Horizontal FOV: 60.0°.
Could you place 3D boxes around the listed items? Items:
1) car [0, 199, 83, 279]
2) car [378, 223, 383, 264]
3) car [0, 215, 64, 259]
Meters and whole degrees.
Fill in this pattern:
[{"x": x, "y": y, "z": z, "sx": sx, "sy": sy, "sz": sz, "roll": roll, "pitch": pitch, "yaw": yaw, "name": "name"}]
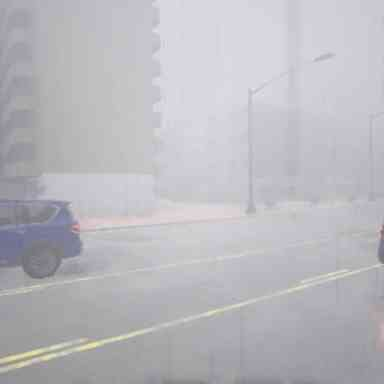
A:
[{"x": -5.693, "y": 1.220, "z": 8.530, "sx": 5.566, "sy": 2.045, "sz": 2.150, "roll": 0, "pitch": 0, "yaw": -36, "name": "car"}, {"x": 7.145, "y": 1.133, "z": 8.842, "sx": 5.566, "sy": 2.045, "sz": 2.150, "roll": -1, "pitch": 1, "yaw": -35, "name": "car"}, {"x": -7.217, "y": 1.600, "z": 11.742, "sx": 4.718, "sy": 1.301, "sz": 1.895, "roll": 0, "pitch": 0, "yaw": -36, "name": "car"}]
